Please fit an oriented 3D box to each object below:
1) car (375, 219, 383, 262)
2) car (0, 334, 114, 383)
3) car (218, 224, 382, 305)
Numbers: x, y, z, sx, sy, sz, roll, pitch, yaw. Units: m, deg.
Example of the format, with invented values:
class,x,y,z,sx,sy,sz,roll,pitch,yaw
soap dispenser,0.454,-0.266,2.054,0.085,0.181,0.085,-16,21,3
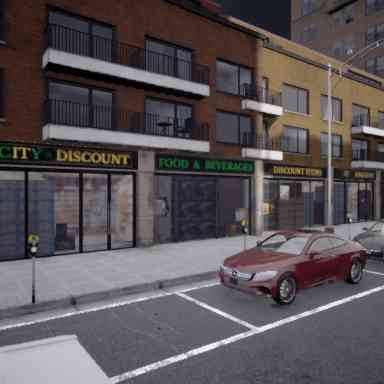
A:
class,x,y,z,sx,sy,sz,roll,pitch,yaw
car,7.051,1.551,11.202,4.403,1.369,2.008,0,0,-35
car,-2.538,1.601,1.262,4.718,1.301,1.895,0,0,-35
car,2.554,1.582,8.002,4.206,1.307,1.802,0,0,-35
